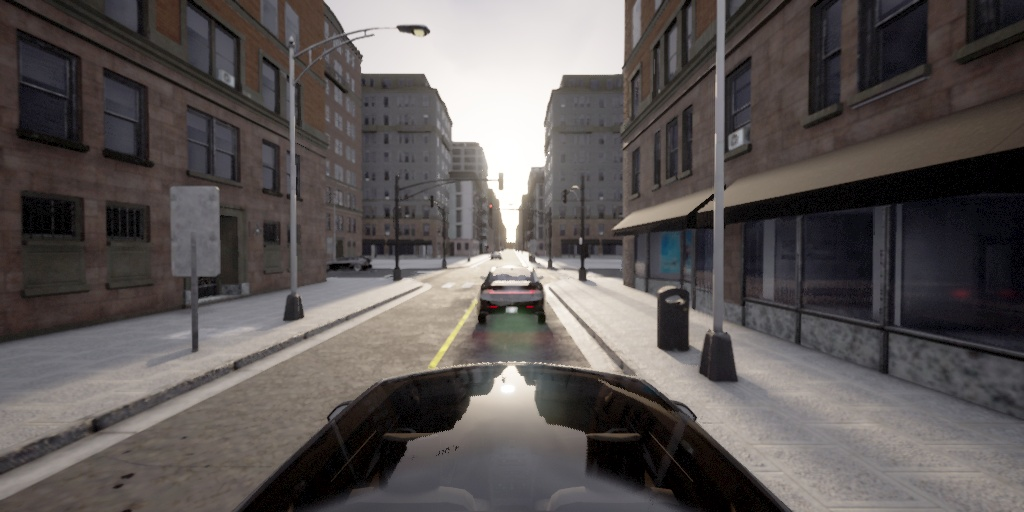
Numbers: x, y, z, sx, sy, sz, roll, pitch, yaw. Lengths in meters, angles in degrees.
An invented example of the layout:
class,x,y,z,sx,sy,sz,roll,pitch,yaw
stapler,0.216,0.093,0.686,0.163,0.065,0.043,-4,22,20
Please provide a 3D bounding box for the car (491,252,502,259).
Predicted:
class,x,y,z,sx,sy,sz,roll,pitch,yaw
car,-2.792,-0.062,64.120,1.895,1.301,4.718,0,1,1

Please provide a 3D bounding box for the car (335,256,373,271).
class,x,y,z,sx,sy,sz,roll,pitch,yaw
car,-14.770,0.664,32.231,4.313,1.339,1.948,0,0,0

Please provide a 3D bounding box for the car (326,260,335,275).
class,x,y,z,sx,sy,sz,roll,pitch,yaw
car,-14.774,0.799,24.206,4.313,1.339,1.948,0,0,0

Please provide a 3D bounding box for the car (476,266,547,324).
class,x,y,z,sx,sy,sz,roll,pitch,yaw
car,-0.001,1.038,11.051,2.128,1.511,4.902,0,1,0
